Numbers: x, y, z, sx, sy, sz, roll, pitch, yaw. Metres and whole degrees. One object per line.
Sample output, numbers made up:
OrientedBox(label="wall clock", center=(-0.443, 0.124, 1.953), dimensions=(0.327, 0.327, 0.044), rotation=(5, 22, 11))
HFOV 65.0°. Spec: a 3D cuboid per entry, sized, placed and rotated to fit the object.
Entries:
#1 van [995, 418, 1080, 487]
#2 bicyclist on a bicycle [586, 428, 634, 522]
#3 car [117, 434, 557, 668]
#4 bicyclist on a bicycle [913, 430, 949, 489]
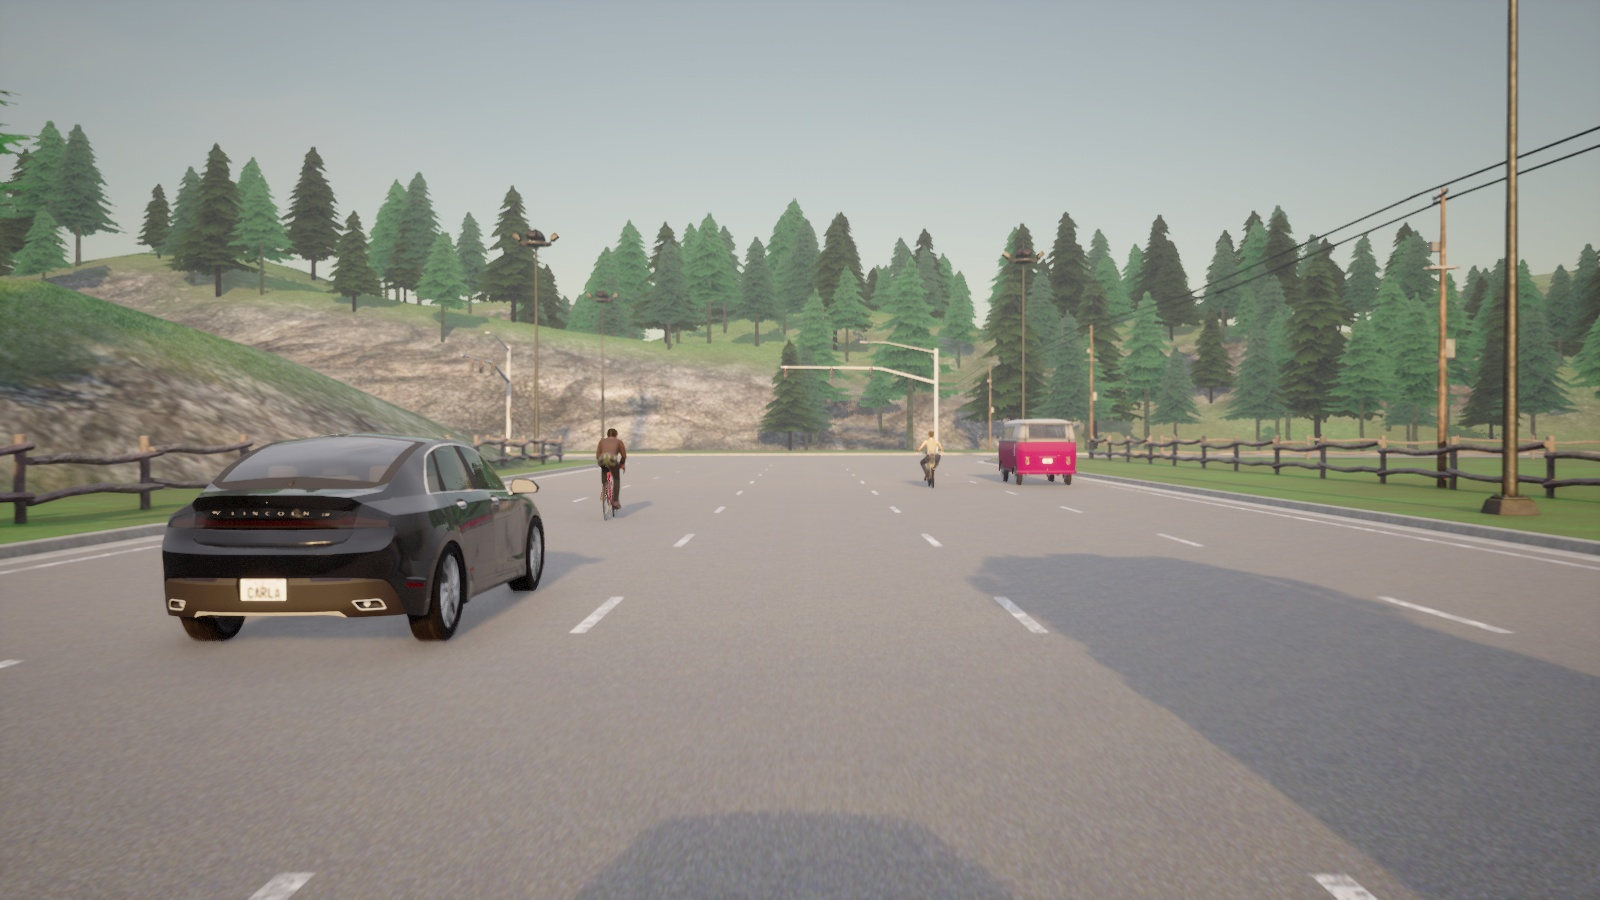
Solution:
OrientedBox(label="van", center=(7.219, 0.037, 38.603), dimensions=(1.775, 1.987, 4.442), rotation=(0, 1, 0))
OrientedBox(label="bicyclist on a bicycle", center=(-3.366, 0.425, 22.364), dimensions=(0.582, 1.620, 1.656), rotation=(0, 0, 0))
OrientedBox(label="car", center=(-3.429, 0.621, 10.470), dimensions=(1.837, 1.490, 4.892), rotation=(0, 1, 0))
OrientedBox(label="bicyclist on a bicycle", center=(3.698, 0.256, 35.522), dimensions=(0.866, 1.612, 1.509), rotation=(0, 1, 1))
